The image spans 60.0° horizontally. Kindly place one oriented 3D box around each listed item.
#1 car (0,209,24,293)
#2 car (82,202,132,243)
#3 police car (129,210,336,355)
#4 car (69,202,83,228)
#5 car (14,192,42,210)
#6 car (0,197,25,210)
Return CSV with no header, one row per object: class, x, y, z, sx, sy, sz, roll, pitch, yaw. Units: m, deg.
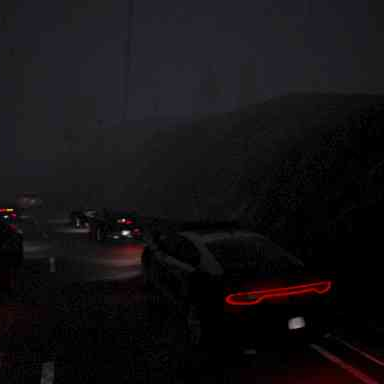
car,-5.407,1.443,8.311,1.882,1.535,5.008,-1,1,-23
car,-3.747,1.399,15.676,1.837,1.490,4.892,-1,1,-26
police car,0.313,1.367,6.432,1.930,1.638,5.238,-1,1,-22
car,-6.538,1.347,21.128,1.882,1.535,5.008,-1,1,-28
car,-19.225,1.036,38.824,2.150,2.045,5.566,-1,1,-38
car,-13.715,1.396,24.483,1.837,1.490,4.892,0,0,-31
